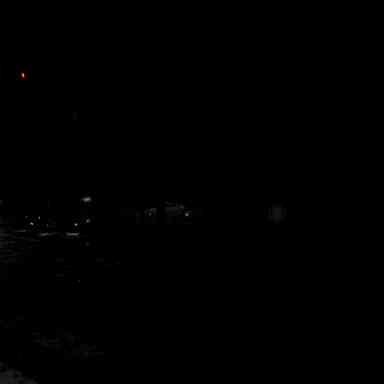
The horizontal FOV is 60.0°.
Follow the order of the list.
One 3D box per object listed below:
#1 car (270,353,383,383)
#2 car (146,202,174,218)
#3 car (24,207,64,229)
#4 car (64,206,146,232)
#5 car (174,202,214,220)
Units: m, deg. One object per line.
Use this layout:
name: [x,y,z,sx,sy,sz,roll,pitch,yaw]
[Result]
car: [2.374,1.545,1.267,4.507,1.381,1.887,0,1,35]
car: [-2.335,1.670,31.075,1.812,1.442,4.674,1,0,35]
car: [-8.576,1.653,22.254,1.895,1.301,4.718,1,0,35]
car: [-5.362,1.633,21.163,1.812,1.442,4.674,1,0,35]
car: [0.981,1.693,30.127,2.128,1.511,4.902,1,0,35]
